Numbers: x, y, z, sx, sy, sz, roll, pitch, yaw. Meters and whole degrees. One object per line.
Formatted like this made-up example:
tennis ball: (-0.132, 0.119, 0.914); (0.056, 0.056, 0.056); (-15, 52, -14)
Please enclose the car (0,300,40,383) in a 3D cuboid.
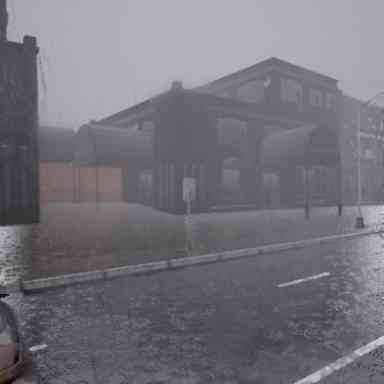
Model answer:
car: (-3.917, 1.554, 2.012); (5.357, 1.411, 2.033); (0, 0, -35)
